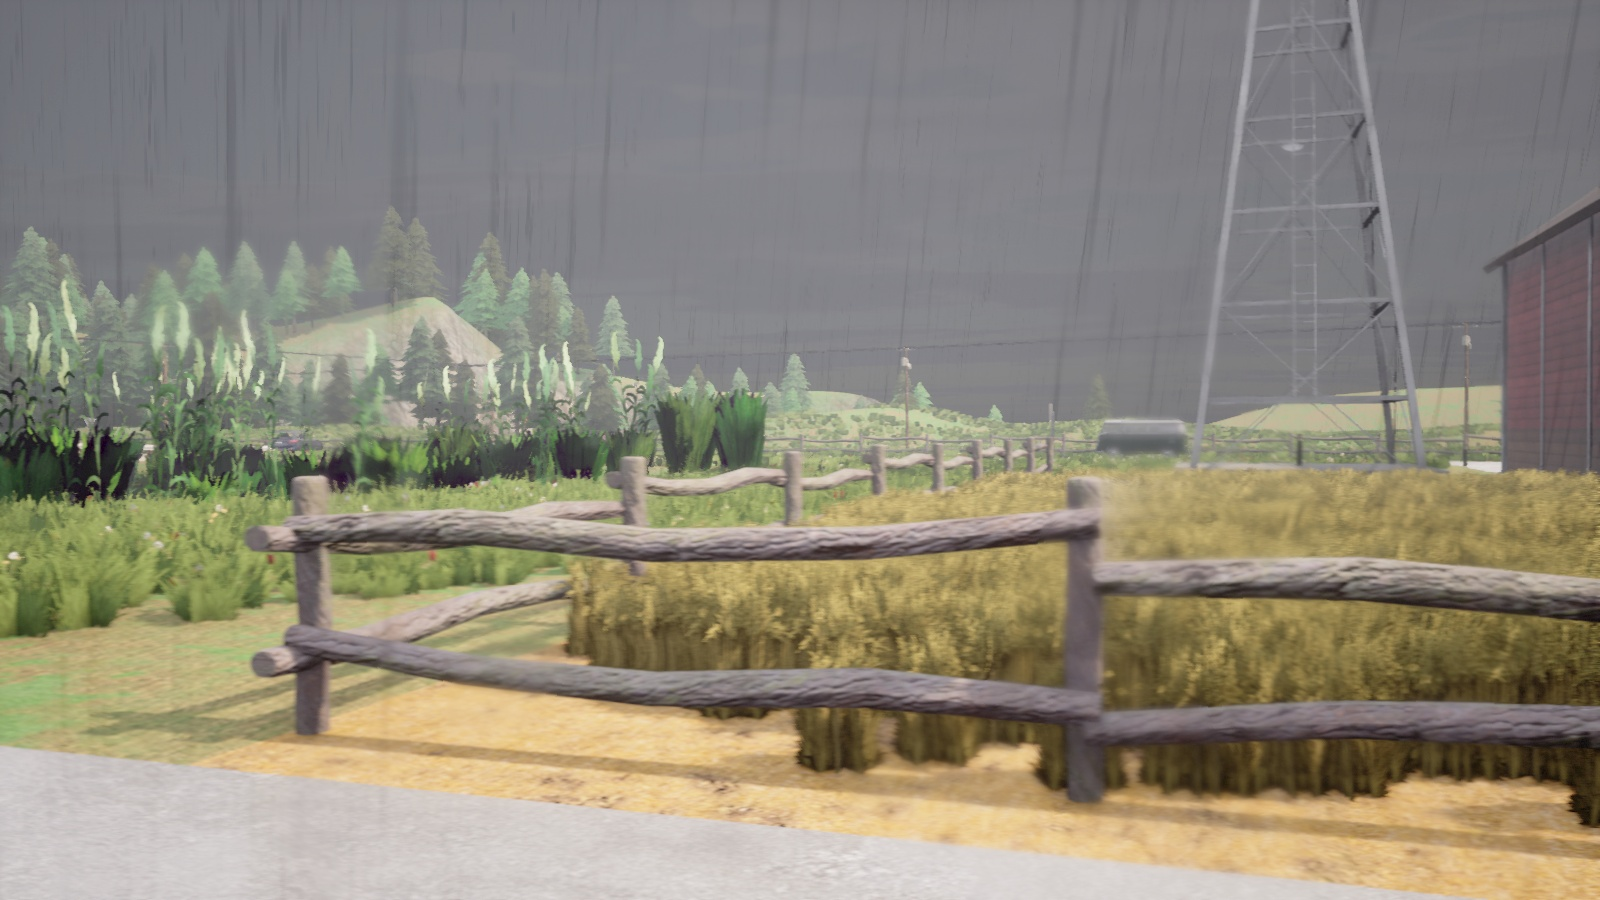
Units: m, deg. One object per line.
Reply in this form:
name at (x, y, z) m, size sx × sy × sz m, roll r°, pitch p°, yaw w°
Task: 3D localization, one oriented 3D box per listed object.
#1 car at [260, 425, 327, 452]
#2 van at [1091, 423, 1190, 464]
car at (-32.023, -0.742, 79.553) m, size 2.242 × 1.667 × 4.611 m, roll 1°, pitch 1°, yaw 1°
van at (16.705, -0.344, 61.597) m, size 4.442 × 1.987 × 1.775 m, roll 1°, pitch 1°, yaw 24°
